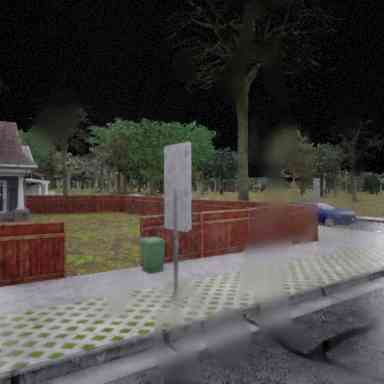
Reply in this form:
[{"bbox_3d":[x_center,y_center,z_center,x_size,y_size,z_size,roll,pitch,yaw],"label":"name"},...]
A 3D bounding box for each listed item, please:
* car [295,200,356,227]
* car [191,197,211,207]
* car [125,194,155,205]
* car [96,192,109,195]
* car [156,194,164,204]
[{"bbox_3d":[7.884,1.307,21.334,1.882,1.535,5.008,0,1,-36],"label":"car"},{"bbox_3d":[0.806,1.191,31.110,2.033,1.411,5.357,0,1,-36],"label":"car"},{"bbox_3d":[-6.888,0.965,41.748,1.812,1.442,4.674,0,1,-36],"label":"car"},{"bbox_3d":[-16.084,0.714,59.415,1.895,1.301,4.718,0,1,-36],"label":"car"},{"bbox_3d":[-3.609,0.976,42.220,1.812,1.442,4.674,0,1,-36],"label":"car"}]
